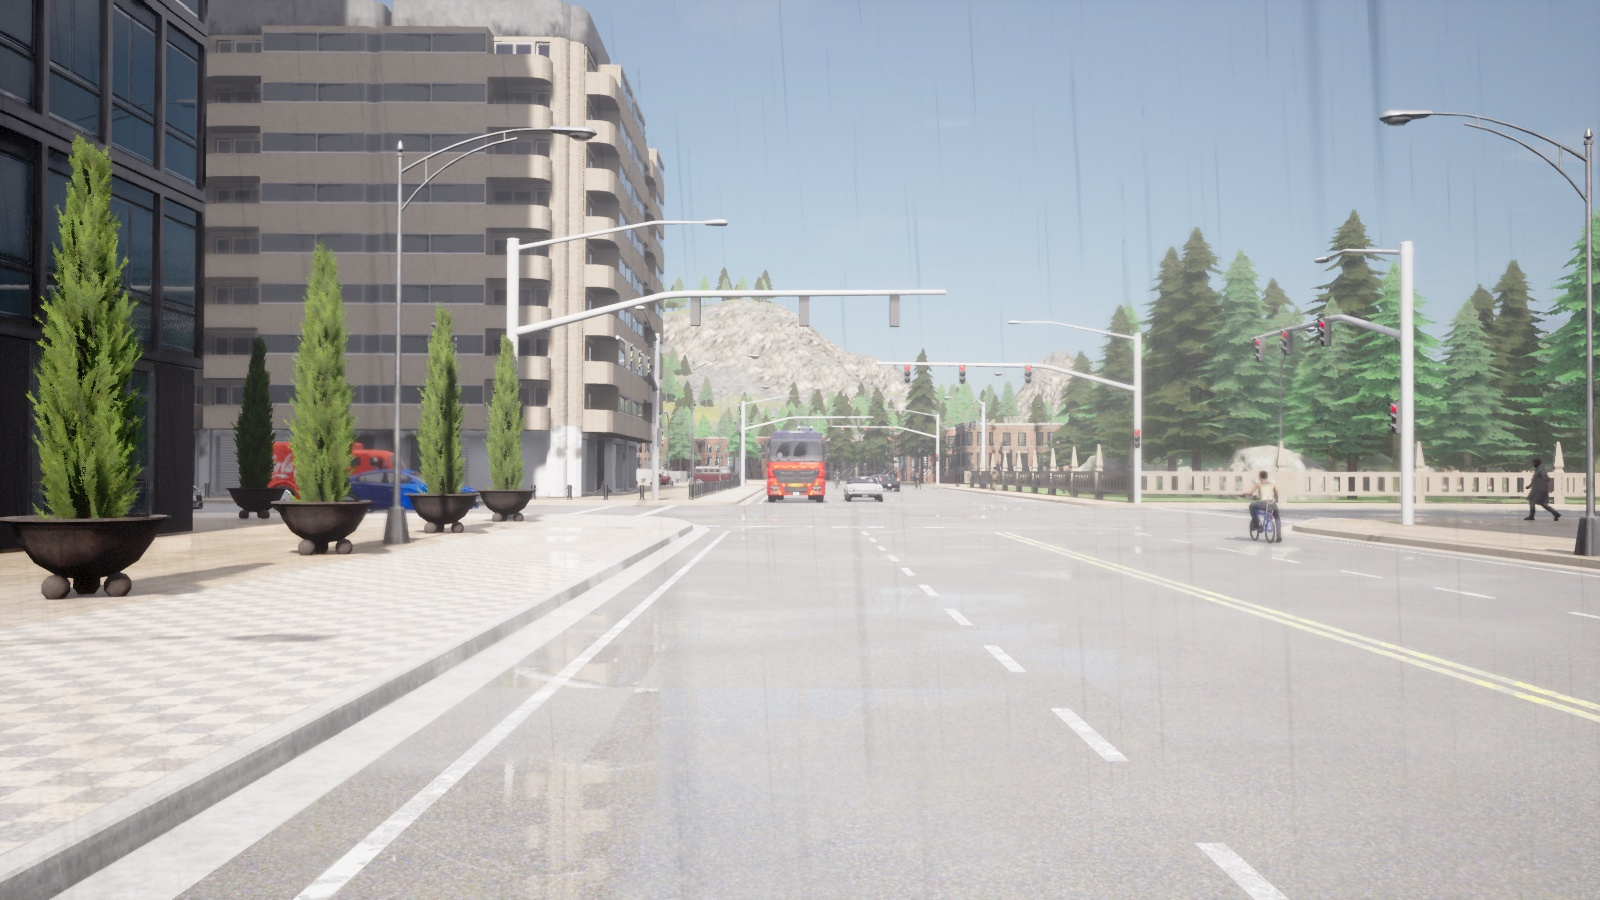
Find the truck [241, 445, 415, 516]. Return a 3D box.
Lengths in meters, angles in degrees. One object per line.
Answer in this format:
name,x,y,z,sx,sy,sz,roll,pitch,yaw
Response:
truck,-16.749,1.087,44.837,5.204,2.467,2.627,0,-1,0

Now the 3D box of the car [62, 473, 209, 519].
car,-21.819,1.504,41.343,3.806,1.475,1.970,0,-1,0

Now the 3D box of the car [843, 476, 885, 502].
car,3.310,2.002,65.676,1.895,1.301,4.718,0,-1,0

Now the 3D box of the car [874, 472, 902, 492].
car,6.723,2.411,96.059,1.845,1.501,3.633,0,-1,0

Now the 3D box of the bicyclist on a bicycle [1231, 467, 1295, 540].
bicyclist on a bicycle,10.412,1.183,28.270,0.866,1.612,1.509,0,-1,0

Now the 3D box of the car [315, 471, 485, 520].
car,-13.090,1.481,41.321,5.008,1.535,1.882,0,-1,0

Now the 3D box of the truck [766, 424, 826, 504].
truck,-0.192,0.738,64.917,2.891,3.827,8.468,0,-1,0

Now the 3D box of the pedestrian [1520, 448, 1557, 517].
pedestrian,21.229,0.933,36.091,0.873,1.952,0.659,-1,-1,31
